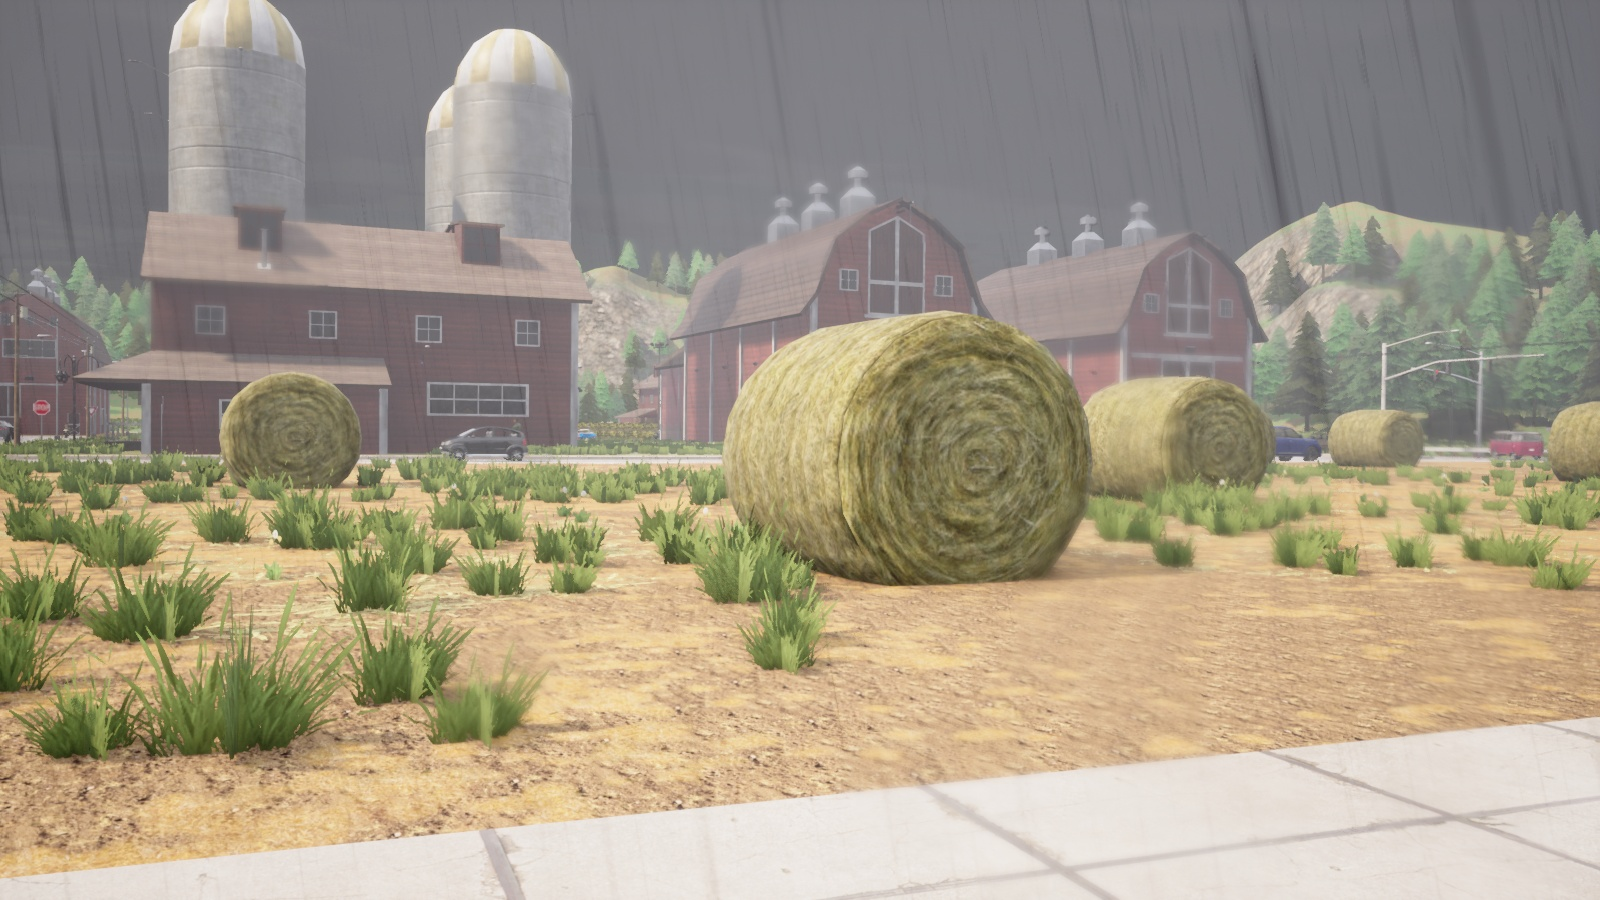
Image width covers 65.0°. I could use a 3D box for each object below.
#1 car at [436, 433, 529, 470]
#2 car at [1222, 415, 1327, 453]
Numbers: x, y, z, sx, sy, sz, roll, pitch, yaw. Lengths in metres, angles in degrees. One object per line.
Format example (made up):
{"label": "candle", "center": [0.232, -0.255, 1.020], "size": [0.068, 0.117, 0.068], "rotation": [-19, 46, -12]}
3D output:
{"label": "car", "center": [-13.950, 0.038, 55.194], "size": [3.705, 1.549, 1.789], "rotation": [-1, 1, -25]}
{"label": "car", "center": [26.443, -0.898, 69.942], "size": [5.566, 2.045, 2.150], "rotation": [-1, 1, -25]}
